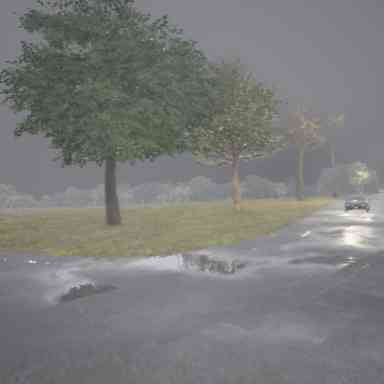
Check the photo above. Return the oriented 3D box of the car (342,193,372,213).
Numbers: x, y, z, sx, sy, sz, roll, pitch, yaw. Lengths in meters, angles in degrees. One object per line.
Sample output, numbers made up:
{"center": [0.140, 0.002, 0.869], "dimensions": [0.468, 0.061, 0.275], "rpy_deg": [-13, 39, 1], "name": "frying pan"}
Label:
{"center": [14.120, 0.900, 28.439], "dimensions": [1.837, 1.490, 4.892], "rpy_deg": [-2, 0, 28], "name": "car"}
